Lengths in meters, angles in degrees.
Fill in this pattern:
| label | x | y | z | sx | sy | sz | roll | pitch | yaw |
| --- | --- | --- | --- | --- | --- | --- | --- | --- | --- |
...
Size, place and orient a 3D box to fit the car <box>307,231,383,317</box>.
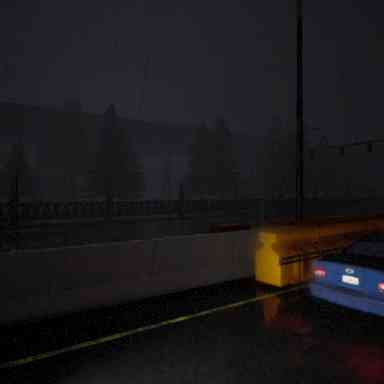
| label | x | y | z | sx | sy | sz | roll | pitch | yaw |
| --- | --- | --- | --- | --- | --- | --- | --- | --- | --- |
| car | 4.747 | 1.548 | 7.132 | 5.357 | 1.411 | 2.033 | 0 | 0 | -35 |
